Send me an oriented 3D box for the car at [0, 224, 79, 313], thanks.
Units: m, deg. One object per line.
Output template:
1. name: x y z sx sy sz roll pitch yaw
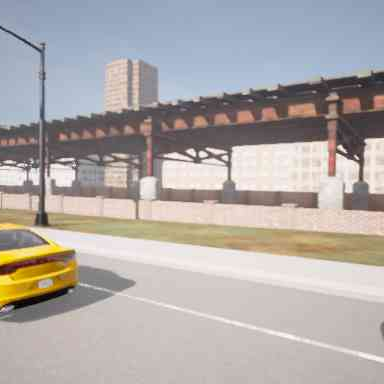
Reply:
1. car: -4.552 1.417 7.126 5.008 1.535 1.882 0 1 35
